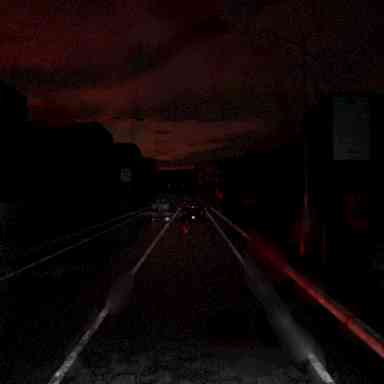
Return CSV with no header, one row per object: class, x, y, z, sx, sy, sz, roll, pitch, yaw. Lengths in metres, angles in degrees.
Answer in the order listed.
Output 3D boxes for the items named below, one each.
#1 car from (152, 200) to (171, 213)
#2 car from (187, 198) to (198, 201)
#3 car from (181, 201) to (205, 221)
car,-3.544,1.605,38.464,1.812,1.442,4.674,0,0,0
car,0.103,1.602,42.902,1.837,1.490,4.892,0,0,0
car,0.097,1.641,27.585,1.895,1.301,4.718,0,0,0
